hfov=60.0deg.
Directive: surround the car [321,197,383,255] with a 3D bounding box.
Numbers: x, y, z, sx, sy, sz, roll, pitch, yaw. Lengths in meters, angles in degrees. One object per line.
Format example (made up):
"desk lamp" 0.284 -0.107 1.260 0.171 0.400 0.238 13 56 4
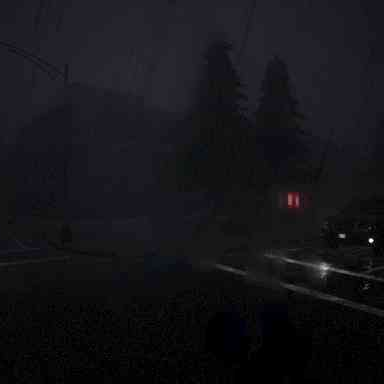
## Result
"car" 7.682 1.248 13.754 5.566 2.045 2.150 0 0 -37
